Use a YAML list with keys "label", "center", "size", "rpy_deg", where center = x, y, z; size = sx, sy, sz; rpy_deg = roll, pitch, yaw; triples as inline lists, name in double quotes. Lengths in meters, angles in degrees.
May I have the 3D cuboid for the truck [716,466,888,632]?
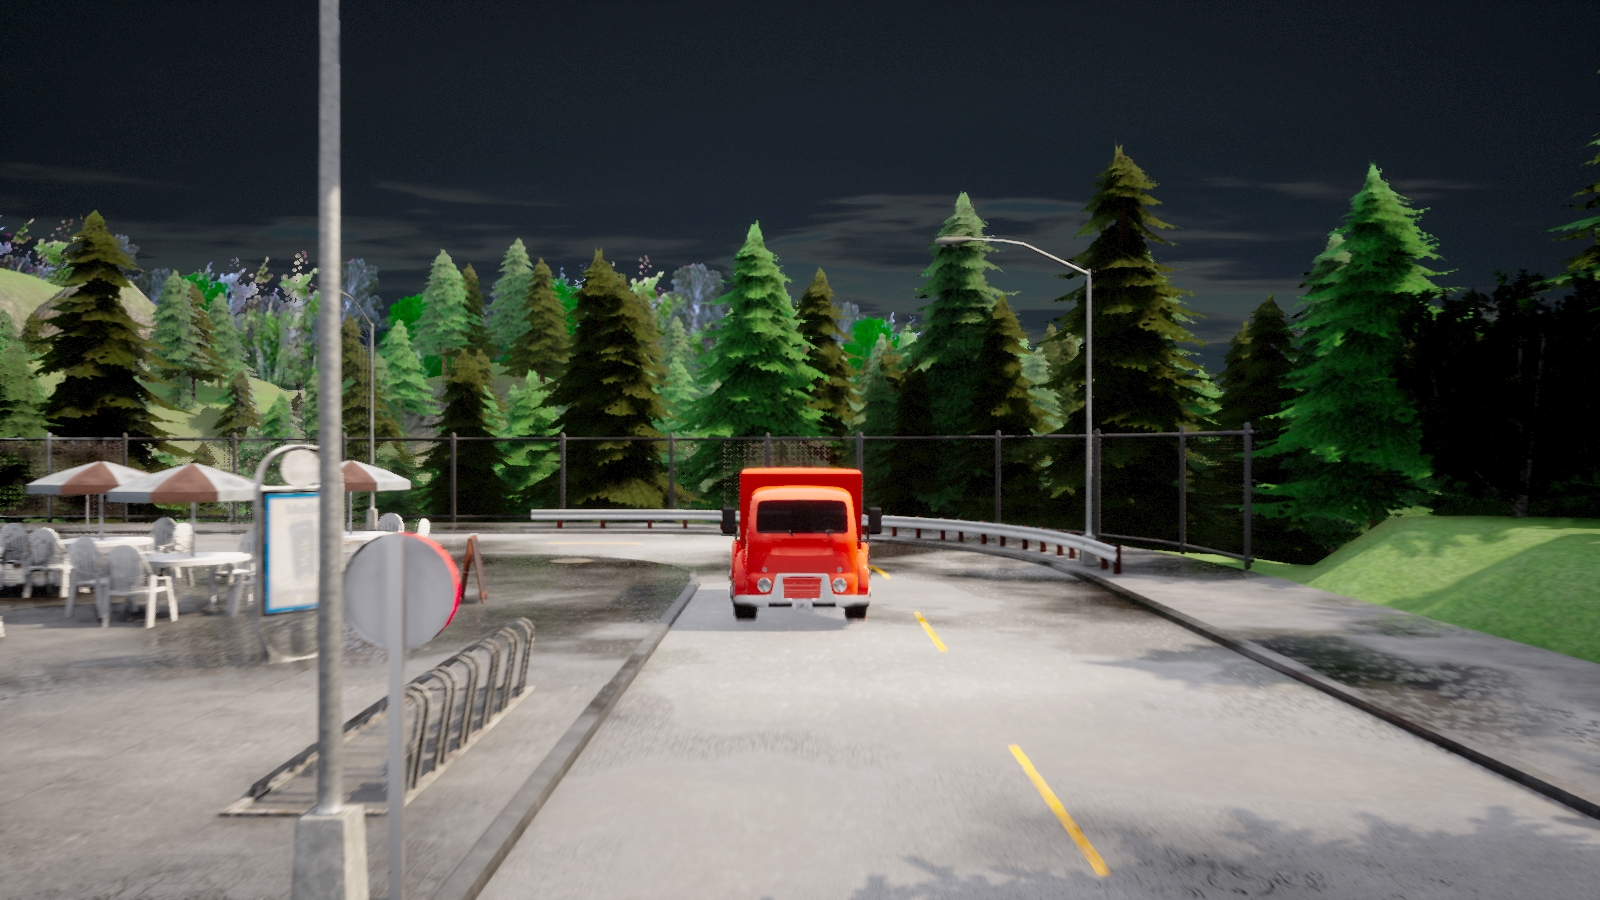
- label: "truck"
  center: [0.007, 1.553, 20.105]
  size: [2.627, 2.467, 5.204]
  rpy_deg: [0, 0, -1]
